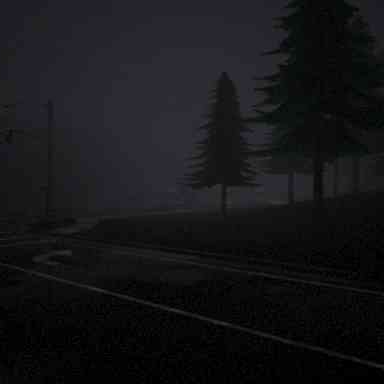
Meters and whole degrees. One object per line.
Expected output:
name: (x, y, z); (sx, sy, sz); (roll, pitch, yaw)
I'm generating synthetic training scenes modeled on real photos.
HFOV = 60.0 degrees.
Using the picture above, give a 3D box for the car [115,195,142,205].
car: (-10.382, 1.275, 54.807); (1.882, 1.535, 5.008); (0, 0, 35)

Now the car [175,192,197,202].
car: (-1.197, 1.016, 67.776); (2.150, 2.045, 5.566); (0, 1, 35)
